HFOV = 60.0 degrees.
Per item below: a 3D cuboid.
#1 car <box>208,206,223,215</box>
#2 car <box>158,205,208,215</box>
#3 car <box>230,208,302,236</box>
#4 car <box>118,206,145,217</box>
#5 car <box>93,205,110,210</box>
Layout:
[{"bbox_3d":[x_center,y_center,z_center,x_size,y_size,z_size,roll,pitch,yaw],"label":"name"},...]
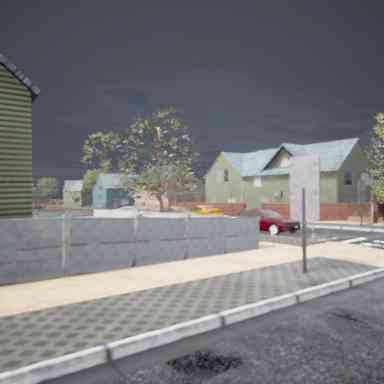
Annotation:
[{"bbox_3d":[0.844,2.001,31.355,1.882,1.535,5.008,-1,-1,-36],"label":"car"},{"bbox_3d":[-1.138,2.030,29.060,1.882,1.535,5.008,-1,-1,-36],"label":"car"},{"bbox_3d":[4.533,1.799,21.118,1.882,1.535,5.008,-1,-1,-36],"label":"car"},{"bbox_3d":[-7.039,2.318,37.319,1.812,1.442,4.674,-1,-1,-36],"label":"car"},{"bbox_3d":[-15.007,2.771,53.534,1.895,1.301,4.718,-1,-1,-36],"label":"car"}]
